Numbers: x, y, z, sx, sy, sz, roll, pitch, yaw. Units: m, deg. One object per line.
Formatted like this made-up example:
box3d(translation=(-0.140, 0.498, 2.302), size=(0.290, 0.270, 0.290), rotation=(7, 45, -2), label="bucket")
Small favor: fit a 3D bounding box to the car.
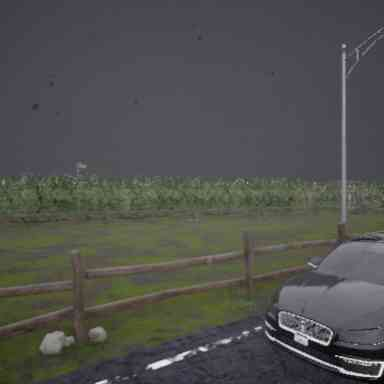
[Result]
box3d(translation=(3.278, 1.501, 5.412), size=(4.892, 1.490, 1.837), rotation=(-1, 0, -36), label="car")
